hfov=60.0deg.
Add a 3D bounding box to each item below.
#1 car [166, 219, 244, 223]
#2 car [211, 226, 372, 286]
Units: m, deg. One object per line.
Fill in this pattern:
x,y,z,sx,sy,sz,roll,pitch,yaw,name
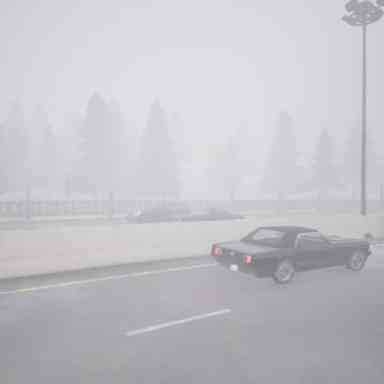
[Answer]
0.808,1.657,20.629,4.718,1.301,1.895,0,0,-29,car
2.982,1.643,9.542,4.718,1.301,1.895,0,0,-30,car
